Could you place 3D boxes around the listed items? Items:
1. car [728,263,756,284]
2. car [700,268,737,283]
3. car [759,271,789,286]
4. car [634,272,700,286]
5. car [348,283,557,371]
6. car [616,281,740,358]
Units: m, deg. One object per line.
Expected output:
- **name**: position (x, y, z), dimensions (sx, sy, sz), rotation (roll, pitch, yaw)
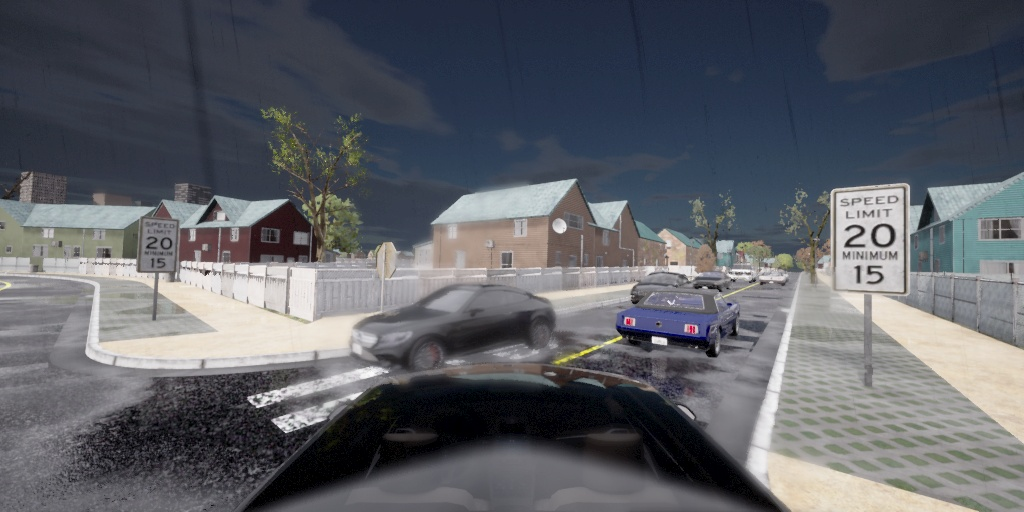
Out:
- **car**: position (24.441, 1.797, 38.036), dimensions (2.150, 2.045, 5.566), rotation (0, -1, 39)
- **car**: position (14.572, 1.803, 26.041), dimensions (2.033, 1.411, 5.357), rotation (0, -1, 39)
- **car**: position (24.764, 2.130, 33.981), dimensions (1.895, 1.301, 4.718), rotation (0, -1, 39)
- **car**: position (7.196, 1.530, 16.965), dimensions (1.837, 1.490, 4.892), rotation (0, -1, 39)
- **car**: position (-0.903, 1.306, 7.542), dimensions (1.812, 1.442, 4.674), rotation (0, -1, 44)
- **car**: position (4.409, 1.481, 9.016), dimensions (1.895, 1.301, 4.718), rotation (0, -1, 39)
